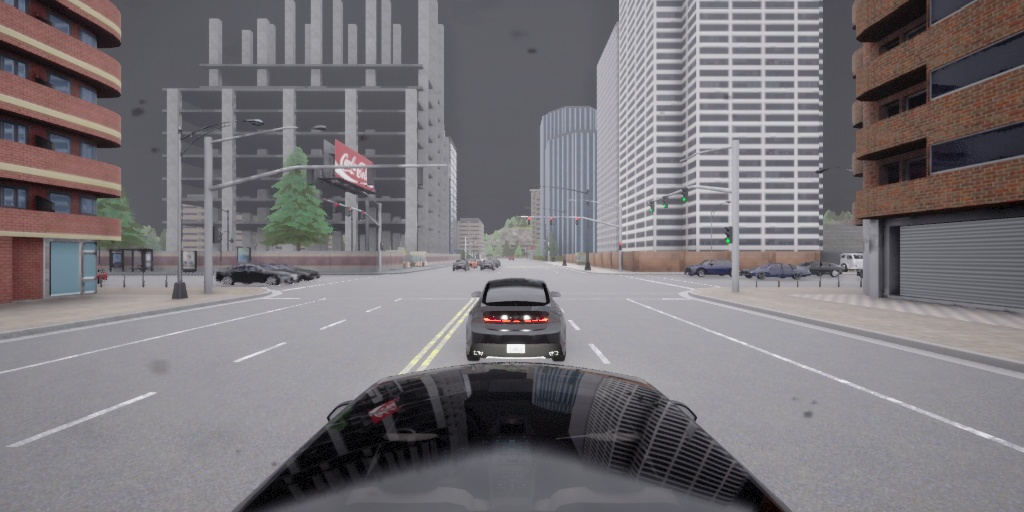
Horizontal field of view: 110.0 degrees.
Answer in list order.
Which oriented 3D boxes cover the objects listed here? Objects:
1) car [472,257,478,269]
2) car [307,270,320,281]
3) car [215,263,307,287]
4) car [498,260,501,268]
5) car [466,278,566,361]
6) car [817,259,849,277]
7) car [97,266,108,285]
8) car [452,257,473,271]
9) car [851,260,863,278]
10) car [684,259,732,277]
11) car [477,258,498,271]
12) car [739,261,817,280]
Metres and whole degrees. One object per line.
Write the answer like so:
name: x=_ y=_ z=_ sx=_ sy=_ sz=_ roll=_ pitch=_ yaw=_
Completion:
car: x=-6.812 y=1.102 z=57.973 sx=2.097 sy=1.767 sz=4.553 roll=0 pitch=0 yaw=0
car: x=-17.814 y=1.297 z=27.545 sx=5.357 sy=1.411 sz=2.033 roll=0 pitch=0 yaw=-1
car: x=-16.954 y=1.241 z=23.981 sx=4.902 sy=1.511 sz=2.128 roll=0 pitch=0 yaw=0
car: x=-3.295 y=1.102 z=60.422 sx=2.097 sy=1.767 sz=4.553 roll=0 pitch=0 yaw=0
car: x=0.093 y=1.255 z=8.235 sx=1.837 sy=1.490 sz=4.892 roll=0 pitch=0 yaw=1
car: x=29.064 y=1.255 z=34.695 sx=4.892 sy=1.490 sz=1.837 roll=0 pitch=0 yaw=0
car: x=-30.631 y=0.965 z=23.976 sx=5.566 sy=2.045 sz=2.150 roll=1 pitch=0 yaw=0
car: x=-6.869 y=1.255 z=48.767 sx=1.837 sy=1.490 sz=4.892 roll=0 pitch=0 yaw=0
car: x=32.716 y=1.314 z=31.192 sx=4.181 sy=1.385 sz=1.994 roll=0 pitch=0 yaw=0
car: x=19.214 y=1.102 z=34.700 sx=4.553 sy=1.767 sz=2.097 roll=0 pitch=0 yaw=0
car: x=-3.360 y=1.255 z=50.297 sx=1.837 sy=1.490 sz=4.892 roll=0 pitch=0 yaw=0
car: x=22.804 y=1.297 z=31.202 sx=5.357 sy=1.411 sz=2.033 roll=0 pitch=0 yaw=0
